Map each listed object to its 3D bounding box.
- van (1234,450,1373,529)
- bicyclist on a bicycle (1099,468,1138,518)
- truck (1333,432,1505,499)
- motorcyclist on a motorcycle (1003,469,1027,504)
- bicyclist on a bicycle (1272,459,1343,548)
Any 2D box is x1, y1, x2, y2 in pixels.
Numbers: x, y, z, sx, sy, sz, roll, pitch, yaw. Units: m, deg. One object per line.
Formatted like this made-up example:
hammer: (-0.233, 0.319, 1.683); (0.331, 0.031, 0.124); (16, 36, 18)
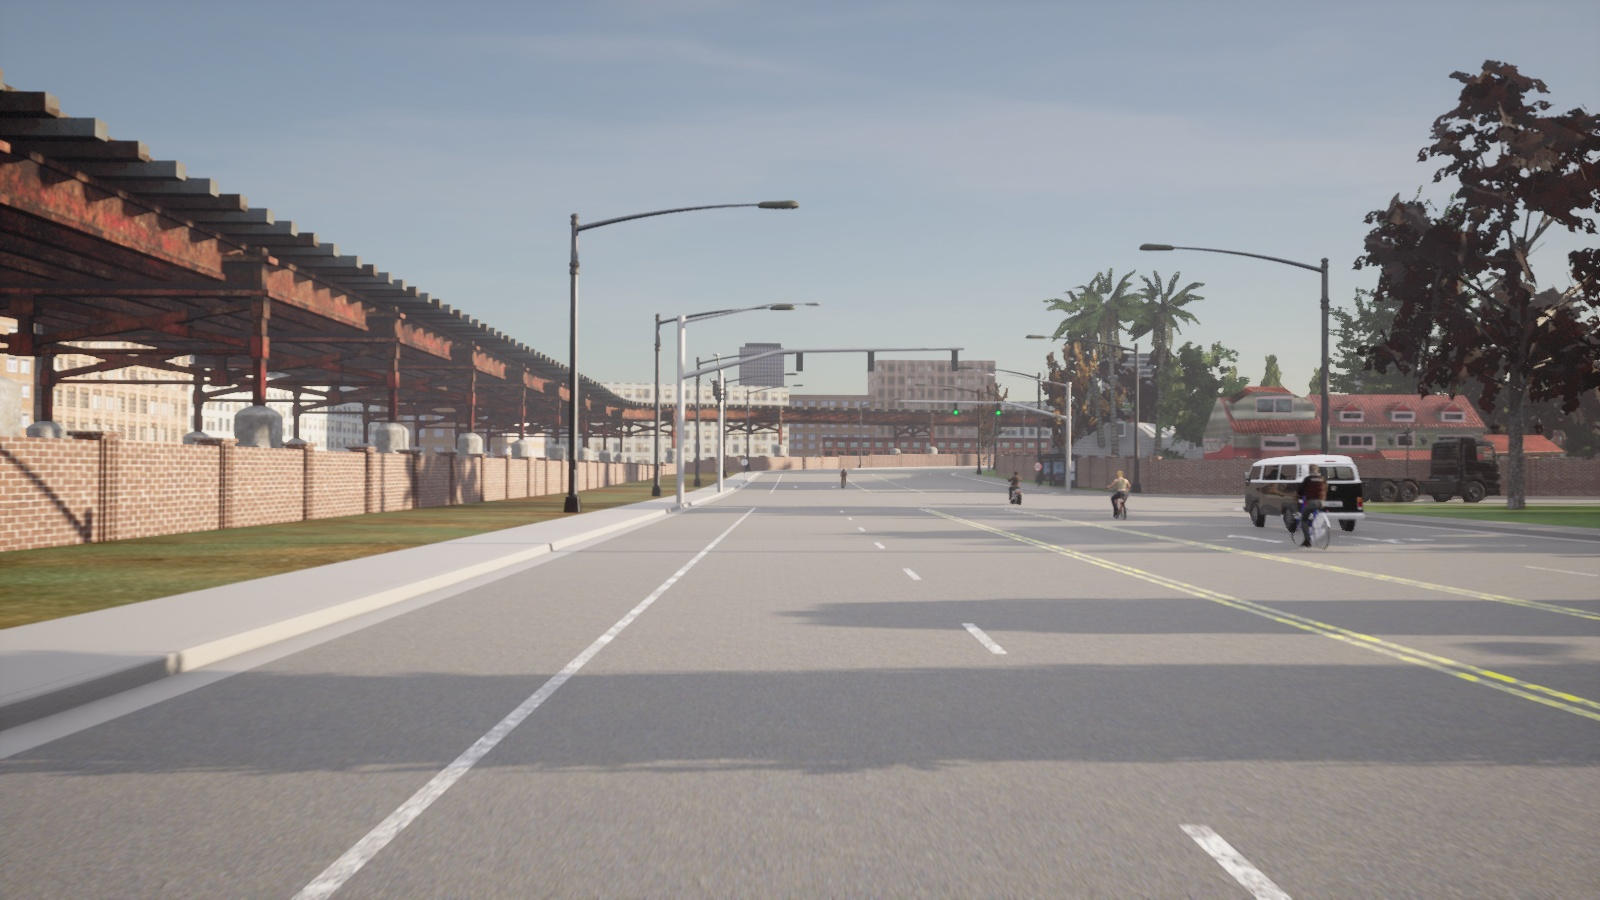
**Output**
van: (13.908, 1.068, 35.008); (2.069, 2.038, 4.480); (0, -1, 0)
bicyclist on a bicycle: (10.401, 1.396, 40.999); (0.866, 1.612, 1.509); (0, -1, 0)
truck: (32.796, 0.816, 66.598); (7.936, 3.462, 2.891); (0, -1, -9)
motorcyclist on a motorcycle: (10.345, 1.736, 60.500); (0.766, 1.649, 2.350); (0, -1, 0)
bicyclist on a bicycle: (10.489, 1.079, 26.011); (0.659, 1.776, 1.843); (0, -1, -1)
